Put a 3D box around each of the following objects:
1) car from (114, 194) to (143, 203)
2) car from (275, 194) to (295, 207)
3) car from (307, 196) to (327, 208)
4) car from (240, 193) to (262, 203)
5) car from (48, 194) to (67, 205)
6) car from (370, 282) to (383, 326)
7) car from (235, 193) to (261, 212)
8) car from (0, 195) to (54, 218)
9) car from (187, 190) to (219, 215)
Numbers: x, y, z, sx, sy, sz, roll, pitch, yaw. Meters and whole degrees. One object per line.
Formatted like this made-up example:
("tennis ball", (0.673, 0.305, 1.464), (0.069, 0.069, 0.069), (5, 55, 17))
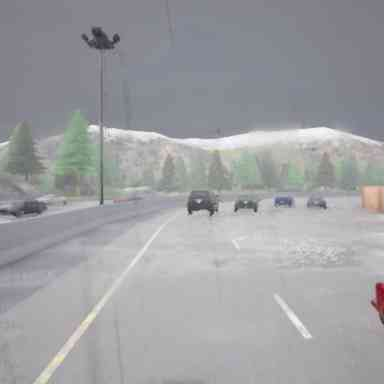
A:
("car", (-7.498, 0.972, 39.599), (1.882, 1.535, 5.008), (0, 0, 15))
("car", (11.397, 0.960, 40.588), (1.882, 1.535, 5.008), (-1, 0, 24))
("car", (14.265, 1.080, 37.921), (1.994, 1.385, 4.181), (0, 1, 22))
("car", (9.421, 0.855, 52.634), (1.812, 1.442, 4.674), (0, 0, 33))
("car", (-17.700, 0.988, 42.038), (1.812, 1.442, 4.674), (0, 1, 15))
("car", (3.601, 1.563, 2.854), (1.895, 1.301, 4.718), (0, 1, 0))
("car", (5.515, 0.934, 32.810), (2.097, 1.767, 4.553), (0, 1, 15))
("car", (-13.523, 1.209, 26.403), (2.033, 1.411, 5.357), (0, 1, 5))
("car", (1.064, 0.848, 29.134), (2.150, 2.045, 5.566), (-1, 0, 11))
